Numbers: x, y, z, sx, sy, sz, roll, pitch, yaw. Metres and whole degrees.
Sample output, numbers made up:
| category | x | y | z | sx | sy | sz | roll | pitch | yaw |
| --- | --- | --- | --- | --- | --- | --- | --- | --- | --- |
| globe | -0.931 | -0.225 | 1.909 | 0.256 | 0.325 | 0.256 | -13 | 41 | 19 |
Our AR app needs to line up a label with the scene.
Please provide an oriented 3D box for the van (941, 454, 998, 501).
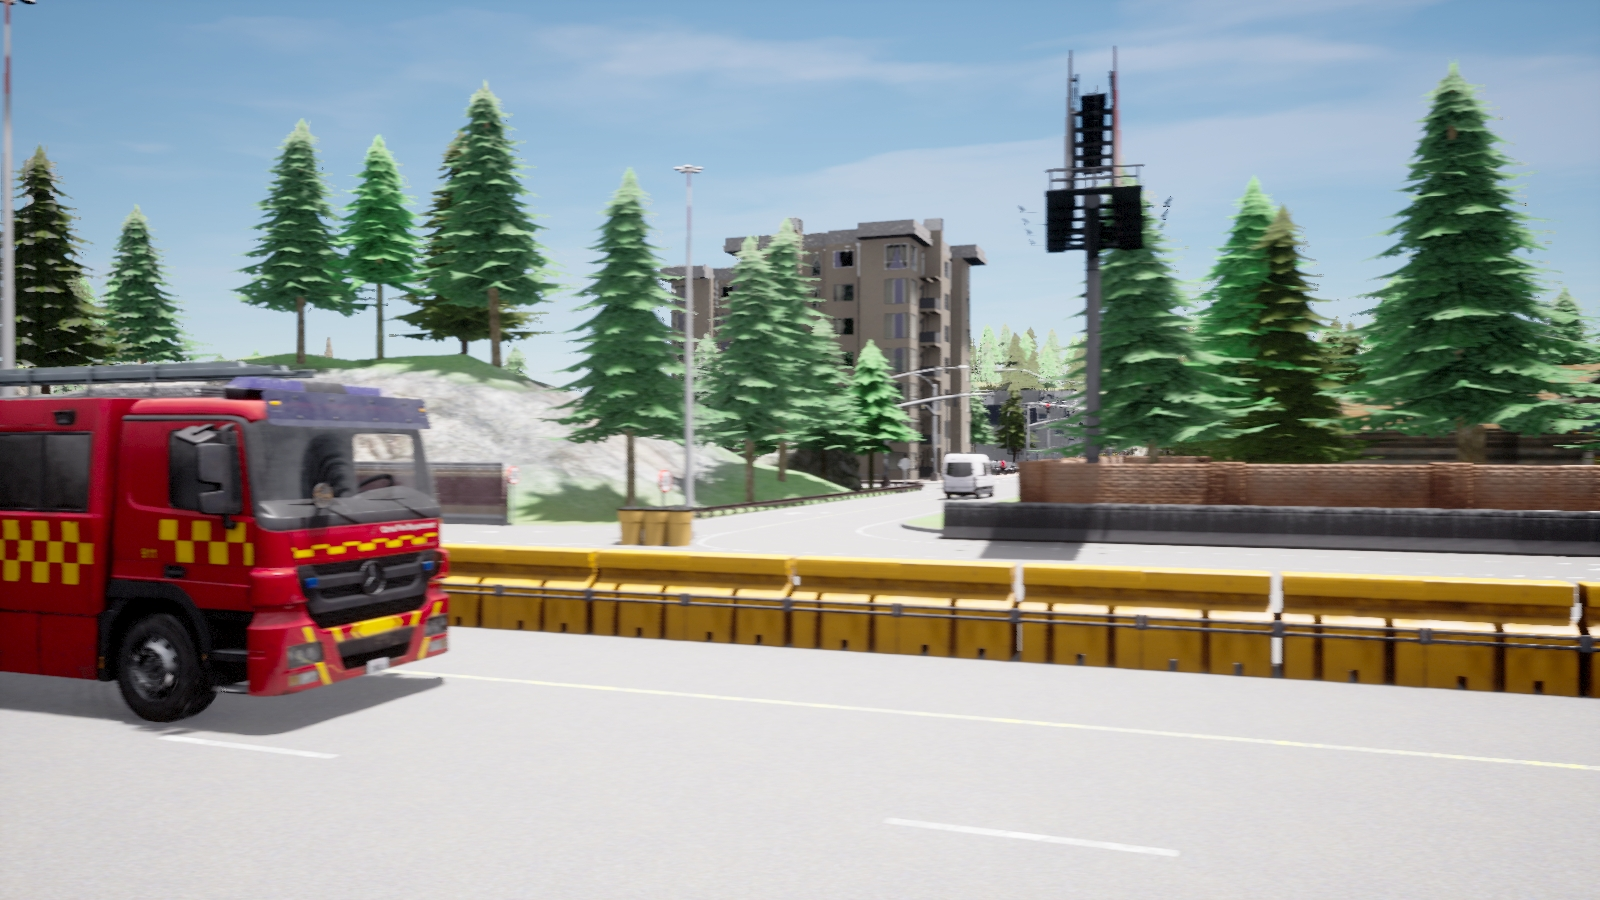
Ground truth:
| category | x | y | z | sx | sy | sz | roll | pitch | yaw |
| --- | --- | --- | --- | --- | --- | --- | --- | --- | --- |
| van | 9.796 | 1.514 | 65.641 | 1.988 | 2.561 | 5.915 | 0 | 0 | 21 |

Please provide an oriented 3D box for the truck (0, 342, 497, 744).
| category | x | y | z | sx | sy | sz | roll | pitch | yaw |
| --- | --- | --- | --- | --- | --- | --- | --- | --- | --- |
| truck | -8.074 | 0.890 | 13.689 | 8.468 | 3.827 | 2.891 | 0 | 0 | 20 |
